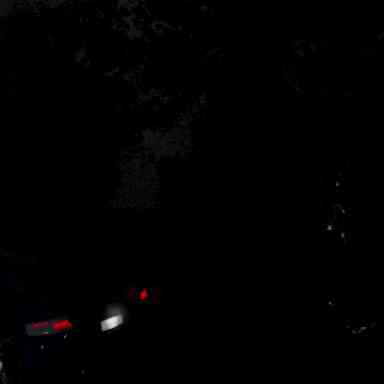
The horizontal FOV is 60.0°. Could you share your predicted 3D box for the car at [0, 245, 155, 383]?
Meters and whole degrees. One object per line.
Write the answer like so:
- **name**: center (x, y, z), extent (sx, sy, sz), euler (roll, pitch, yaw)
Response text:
- **car**: center (-2.609, 1.570, 5.240), extent (4.181, 1.385, 1.994), euler (0, 0, 36)
